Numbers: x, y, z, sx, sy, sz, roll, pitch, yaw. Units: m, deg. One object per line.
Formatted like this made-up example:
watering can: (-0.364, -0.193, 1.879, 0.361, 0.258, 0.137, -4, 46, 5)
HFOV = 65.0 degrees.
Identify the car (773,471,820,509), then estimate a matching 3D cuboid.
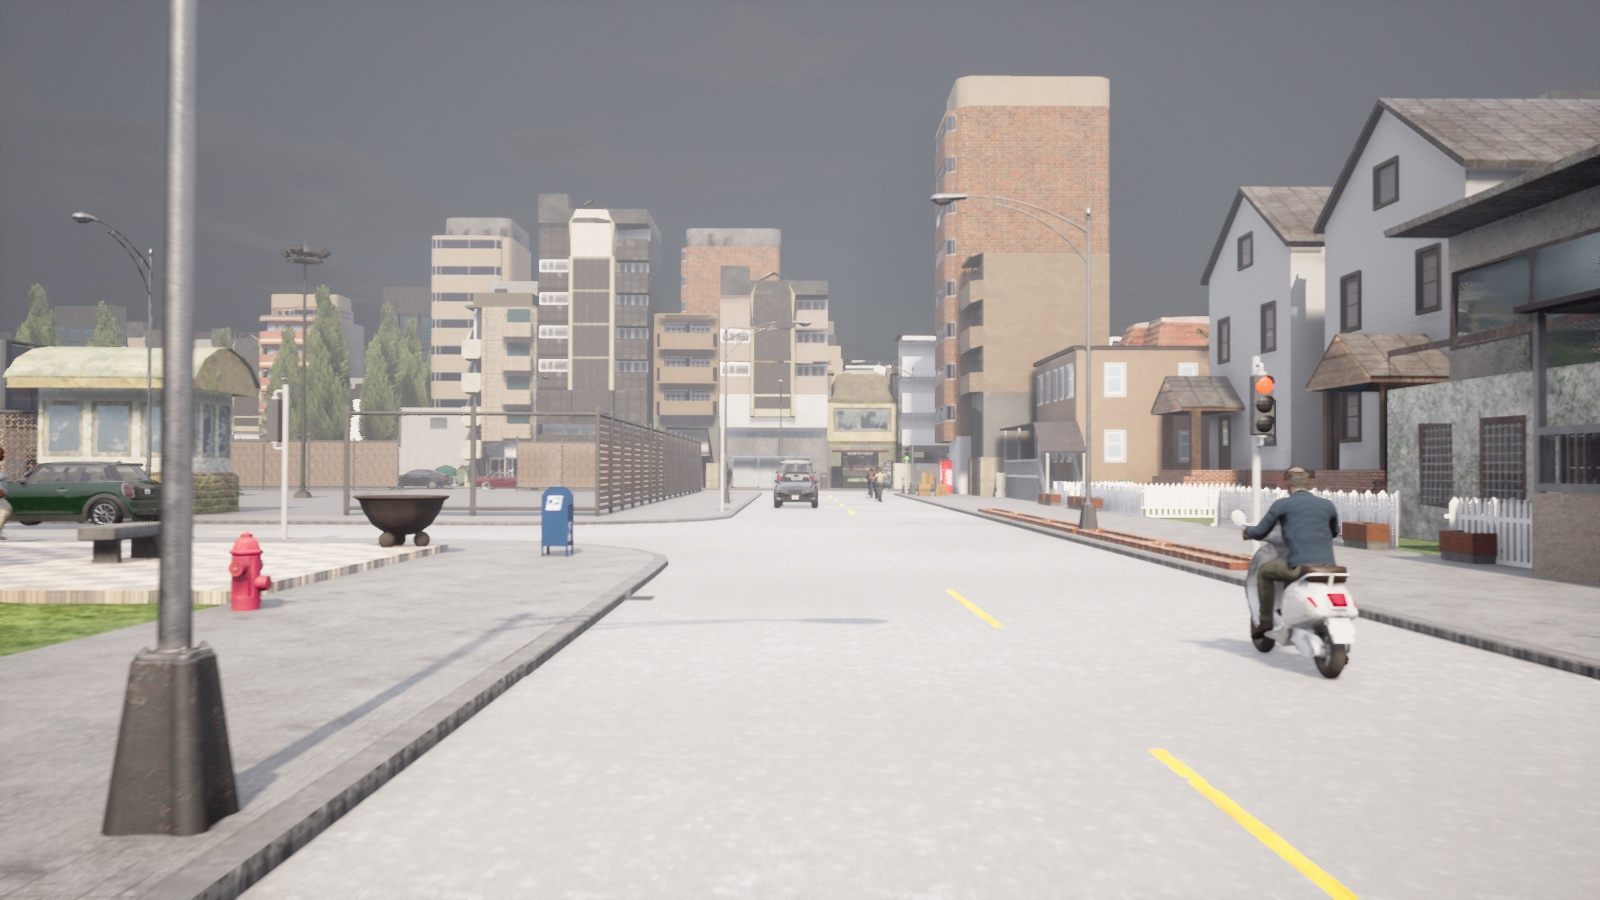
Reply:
car: (-0.110, 1.605, 51.426, 1.816, 1.474, 4.193, 0, -1, 1)

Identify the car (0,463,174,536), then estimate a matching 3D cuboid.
car: (-18.655, 1.227, 31.822, 4.553, 1.767, 2.097, 0, -1, 1)

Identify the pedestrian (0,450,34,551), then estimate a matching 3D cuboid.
pedestrian: (-14.914, 0.930, 23.317, 0.900, 1.855, 0.874, 0, -1, -10)

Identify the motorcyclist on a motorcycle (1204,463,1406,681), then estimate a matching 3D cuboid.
motorcyclist on a motorcycle: (3.979, 0.902, 10.083, 0.866, 1.590, 1.817, 0, -1, 0)

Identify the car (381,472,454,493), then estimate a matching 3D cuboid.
car: (-27.197, 2.300, 89.366, 4.674, 1.442, 1.812, 0, -1, 0)

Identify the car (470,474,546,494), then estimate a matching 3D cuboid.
car: (-19.800, 2.285, 85.395, 4.718, 1.301, 1.895, 0, -1, 0)

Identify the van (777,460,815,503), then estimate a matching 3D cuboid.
van: (-0.168, 1.475, 60.095, 1.775, 1.987, 4.442, 0, -1, 0)
